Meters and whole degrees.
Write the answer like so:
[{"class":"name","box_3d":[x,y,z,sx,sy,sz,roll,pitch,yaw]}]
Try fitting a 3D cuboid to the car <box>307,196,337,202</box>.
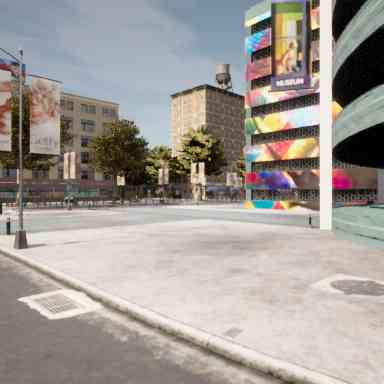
[{"class":"car","box_3d":[14.988,1.320,39.729,4.674,1.452,2.002,0,0,-44]}]
